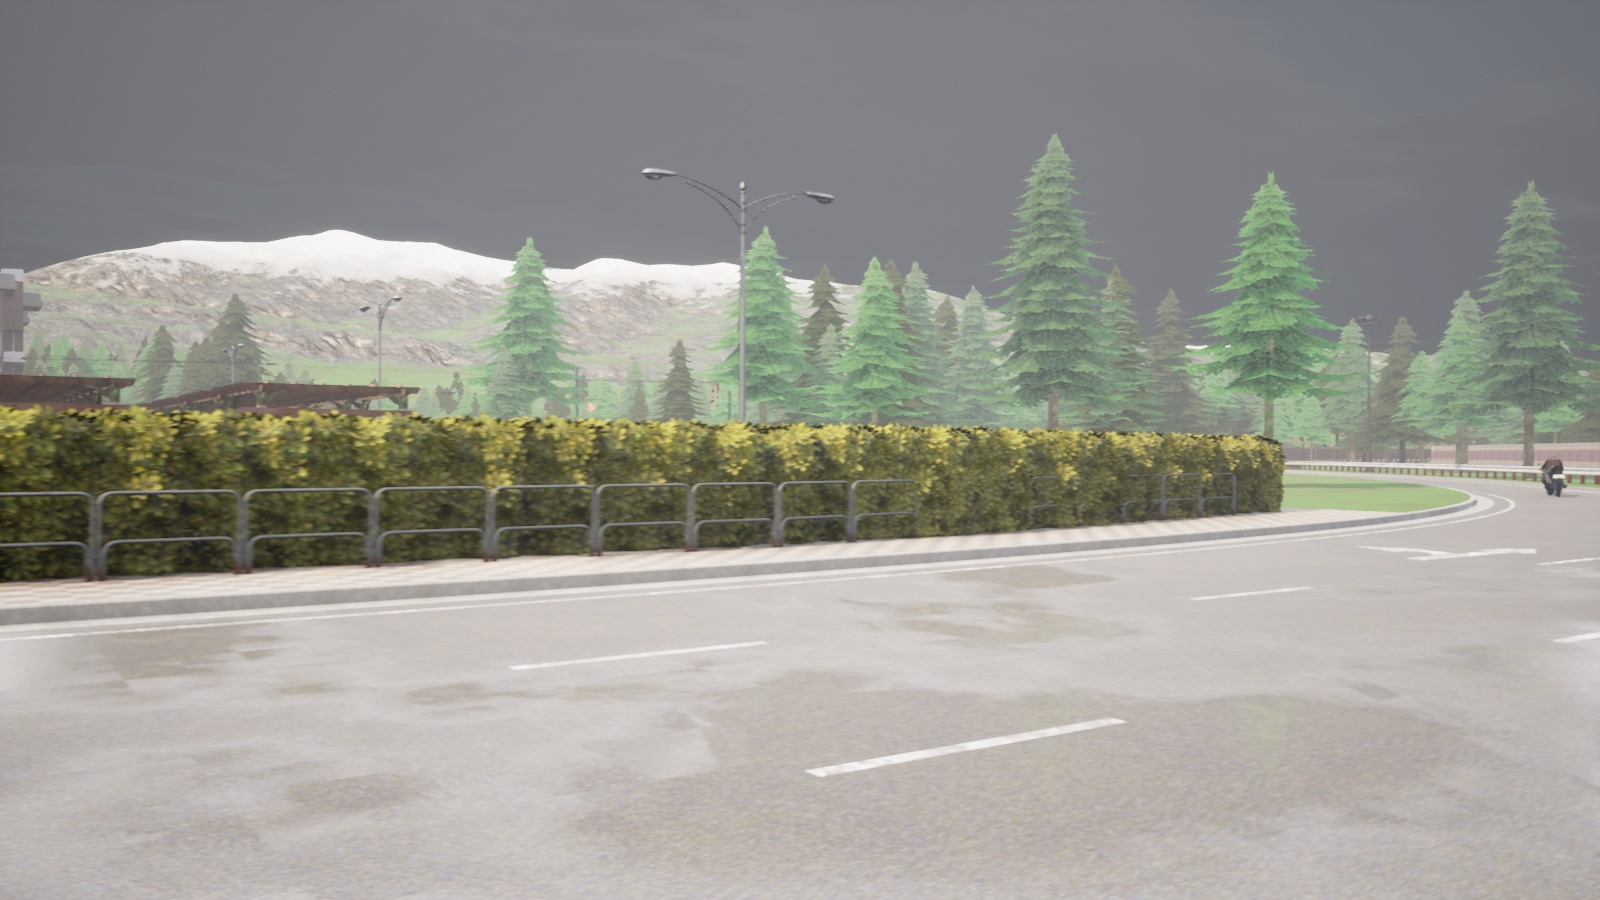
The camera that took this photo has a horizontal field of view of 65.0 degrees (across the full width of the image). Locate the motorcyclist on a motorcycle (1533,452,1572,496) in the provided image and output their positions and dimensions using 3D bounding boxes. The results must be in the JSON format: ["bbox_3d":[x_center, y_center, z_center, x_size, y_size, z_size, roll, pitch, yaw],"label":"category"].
[{"bbox_3d":[26.993,0.833,45.071,0.866,1.530,2.191,0,0,22],"label":"motorcyclist on a motorcycle"}]
